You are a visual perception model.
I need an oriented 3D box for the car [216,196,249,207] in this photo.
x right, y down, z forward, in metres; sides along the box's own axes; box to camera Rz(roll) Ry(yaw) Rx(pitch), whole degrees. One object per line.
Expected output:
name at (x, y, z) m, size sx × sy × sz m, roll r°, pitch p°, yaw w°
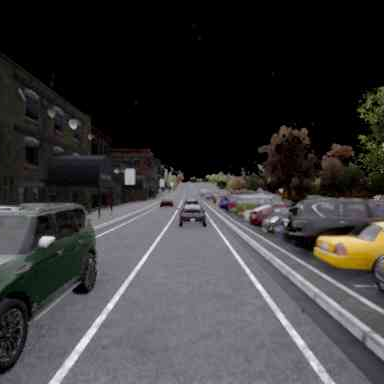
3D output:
car at (5.873, 1.388, 48.899) m, size 4.674 × 1.452 × 2.002 m, roll 0°, pitch 1°, yaw 0°

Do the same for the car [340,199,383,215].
car at (18.494, 1.541, 35.011) m, size 4.792 × 1.488 × 2.163 m, roll 0°, pitch 1°, yaw 0°

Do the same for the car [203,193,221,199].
car at (5.340, 1.032, 88.873) m, size 4.792 × 1.488 × 2.163 m, roll 0°, pitch 1°, yaw 0°

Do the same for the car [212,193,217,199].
car at (5.857, 1.354, 51.725) m, size 4.674 × 1.452 × 2.002 m, roll 0°, pitch 1°, yaw 0°

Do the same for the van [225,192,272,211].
van at (6.065, 1.290, 34.769) m, size 4.442 × 1.987 × 1.878 m, roll 0°, pitch 1°, yaw 0°

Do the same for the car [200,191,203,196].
car at (5.252, 1.115, 80.523) m, size 5.366 × 1.575 × 1.946 m, roll 0°, pitch 1°, yaw 0°

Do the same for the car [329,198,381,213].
car at (18.479, 1.508, 37.834) m, size 4.792 × 1.488 × 2.163 m, roll 0°, pitch 1°, yaw 0°

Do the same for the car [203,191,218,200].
car at (5.474, 1.194, 77.884) m, size 4.674 × 1.452 × 2.002 m, roll 1°, pitch 1°, yaw 0°

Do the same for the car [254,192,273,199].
car at (18.501, 0.911, 86.321) m, size 4.553 × 1.767 × 2.185 m, roll 0°, pitch 1°, yaw 0°

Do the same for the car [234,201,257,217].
car at (5.997, 1.628, 26.282) m, size 4.674 × 1.452 × 2.002 m, roll 0°, pitch 0°, yaw 0°

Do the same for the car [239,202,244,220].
car at (6.007, 1.617, 23.447) m, size 4.674 × 1.452 × 2.002 m, roll 0°, pitch 0°, yaw 0°

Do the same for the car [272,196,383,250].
car at (6.100, 1.261, 12.147) m, size 5.566 × 2.045 × 2.435 m, roll 0°, pitch 0°, yaw 0°

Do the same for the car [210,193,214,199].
car at (5.869, 1.310, 54.551) m, size 4.792 × 1.488 × 2.163 m, roll 0°, pitch 1°, yaw 0°

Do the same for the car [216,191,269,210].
car at (5.904, 1.231, 37.593) m, size 5.566 × 2.045 × 2.435 m, roll 0°, pitch 1°, yaw 0°

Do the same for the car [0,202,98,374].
car at (-3.355, 1.244, 5.974) m, size 2.150 × 2.045 × 5.566 m, roll 0°, pitch 0°, yaw 0°

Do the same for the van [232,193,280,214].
van at (6.095, 1.352, 29.239) m, size 4.442 × 1.987 × 1.878 m, roll 0°, pitch 0°, yaw 0°

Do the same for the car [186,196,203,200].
car at (-0.076, 1.492, 40.570) m, size 2.128 × 1.511 × 4.902 m, roll 0°, pitch 0°, yaw -1°

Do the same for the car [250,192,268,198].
car at (18.394, 0.836, 91.765) m, size 4.553 × 1.767 × 2.185 m, roll 0°, pitch 1°, yaw 0°

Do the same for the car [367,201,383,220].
car at (18.548, 1.575, 29.352) m, size 5.008 × 1.535 × 2.097 m, roll 0°, pitch 1°, yaw 0°

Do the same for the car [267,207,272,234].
car at (6.059, 1.568, 14.970) m, size 4.674 × 1.452 × 2.002 m, roll 0°, pitch 0°, yaw 0°

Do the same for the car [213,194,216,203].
car at (6.071, 1.378, 46.074) m, size 5.366 × 1.575 × 1.946 m, roll 0°, pitch 1°, yaw 0°

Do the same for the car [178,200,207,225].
car at (0.035, 1.579, 24.439) m, size 1.837 × 1.490 × 4.892 m, roll 0°, pitch 0°, yaw 0°

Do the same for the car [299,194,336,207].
car at (18.418, 1.219, 49.002) m, size 4.553 × 1.767 × 2.185 m, roll 0°, pitch 1°, yaw 0°

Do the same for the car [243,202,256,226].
car at (6.020, 1.561, 20.622) m, size 5.008 × 1.535 × 2.097 m, roll 0°, pitch 0°, yaw 0°

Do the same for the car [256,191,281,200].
car at (18.545, 0.864, 80.625) m, size 5.566 × 2.045 × 2.435 m, roll 0°, pitch 1°, yaw 0°

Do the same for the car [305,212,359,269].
car at (6.273, 1.493, 9.321) m, size 5.366 × 1.575 × 1.946 m, roll 0°, pitch 0°, yaw 0°

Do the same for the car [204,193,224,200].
car at (5.444, 1.109, 83.308) m, size 4.792 × 1.488 × 2.163 m, roll 0°, pitch 1°, yaw 0°

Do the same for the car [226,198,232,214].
car at (5.966, 1.589, 31.947) m, size 4.674 × 1.452 × 2.002 m, roll 0°, pitch 1°, yaw 0°

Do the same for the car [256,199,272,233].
car at (6.072, 1.419, 17.797) m, size 4.553 × 1.767 × 2.185 m, roll 0°, pitch 0°, yaw 0°

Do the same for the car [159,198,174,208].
car at (-3.572, 1.545, 47.503) m, size 1.895 × 1.301 × 4.718 m, roll 0°, pitch 0°, yaw 0°

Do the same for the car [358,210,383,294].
car at (6.134, 1.354, 6.495) m, size 4.553 × 1.767 × 2.185 m, roll 0°, pitch 0°, yaw 0°

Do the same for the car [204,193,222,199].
car at (5.394, 1.081, 86.091) m, size 4.674 × 1.452 × 2.002 m, roll 0°, pitch 1°, yaw 0°

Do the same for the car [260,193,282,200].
car at (18.508, 1.028, 77.841) m, size 4.553 × 1.767 × 2.185 m, roll 0°, pitch 1°, yaw 0°
